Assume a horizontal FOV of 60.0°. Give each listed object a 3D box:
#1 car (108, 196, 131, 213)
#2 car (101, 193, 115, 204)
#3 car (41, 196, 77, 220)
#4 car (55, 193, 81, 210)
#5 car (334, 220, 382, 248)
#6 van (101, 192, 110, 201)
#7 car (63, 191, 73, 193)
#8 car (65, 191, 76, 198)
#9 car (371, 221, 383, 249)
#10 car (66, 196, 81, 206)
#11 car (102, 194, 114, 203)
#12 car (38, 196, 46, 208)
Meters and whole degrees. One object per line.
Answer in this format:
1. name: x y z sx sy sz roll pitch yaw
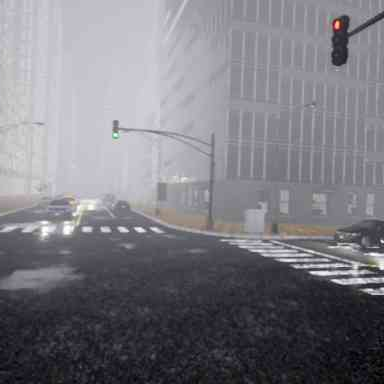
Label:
1. car: -7.592 1.495 35.757 1.947 1.339 4.313 2 0 -17
2. car: -14.145 1.105 56.871 2.192 1.841 5.009 2 0 -17
3. car: -10.253 1.301 25.859 1.812 1.442 4.674 2 0 -17
4. car: -13.190 1.193 35.400 1.882 1.535 5.008 2 0 -17
5. car: 10.423 2.342 19.141 4.674 1.442 1.812 3 -1 -21
6. van: -19.032 1.022 72.717 1.690 1.788 3.998 2 0 -17
7. car: -24.932 0.860 65.113 1.967 1.590 4.097 2 0 -17
8. car: -31.442 0.589 86.241 2.192 1.841 5.009 2 0 -17
9. car: 11.755 2.405 16.173 5.357 1.411 2.033 3 -1 -20
10. car: -17.170 1.234 48.345 1.895 1.301 4.718 2 0 -17
11. car: -15.778 1.194 62.153 1.967 1.590 4.097 2 0 -17
12. car: -16.793 1.179 38.701 1.802 1.307 4.206 2 0 -17
